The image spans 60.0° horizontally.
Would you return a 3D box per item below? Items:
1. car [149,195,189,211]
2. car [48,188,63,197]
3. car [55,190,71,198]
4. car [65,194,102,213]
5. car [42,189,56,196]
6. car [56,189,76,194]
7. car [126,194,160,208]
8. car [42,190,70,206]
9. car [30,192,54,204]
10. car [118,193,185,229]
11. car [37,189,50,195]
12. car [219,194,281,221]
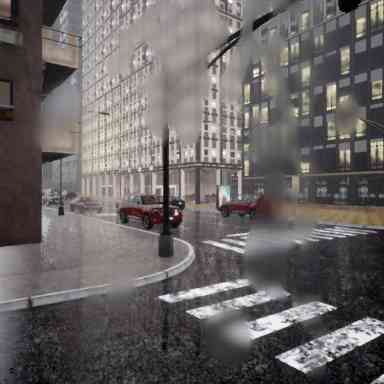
[{"bbox_3d":[-2.342,1.070,33.256,1.947,1.339,4.313,1,0,-36],"label":"car"},{"bbox_3d":[-28.413,0.098,69.165,1.967,1.590,4.097,1,0,-36],"label":"car"},{"bbox_3d":[-25.157,0.309,64.677,1.887,1.381,4.507,1,0,-36],"label":"car"},{"bbox_3d":[-9.086,1.067,28.282,1.802,1.307,4.206,2,0,-36],"label":"car"},{"bbox_3d":[-31.675,0.096,73.654,1.887,1.381,4.507,1,0,-36],"label":"car"},{"bbox_3d":[-19.516,0.516,52.476,1.837,1.490,4.892,0,1,-36],"label":"car"},{"bbox_3d":[-5.602,0.965,37.745,1.947,1.339,4.313,1,0,-36],"label":"car"},{"bbox_3d":[-15.603,0.826,37.257,2.008,1.369,4.403,2,0,-36],"label":"car"},{"bbox_3d":[-18.862,0.752,41.744,1.802,1.307,4.206,2,0,-36],"label":"car"},{"bbox_3d":[-2.562,1.008,19.306,2.192,1.841,5.009,2,0,-36],"label":"car"},{"bbox_3d":[-34.935,-0.011,78.143,1.887,1.381,4.507,1,0,-36],"label":"car"},{"bbox_3d":[4.182,1.027,24.278,2.192,1.841,5.009,1,0,-36],"label":"car"}]
